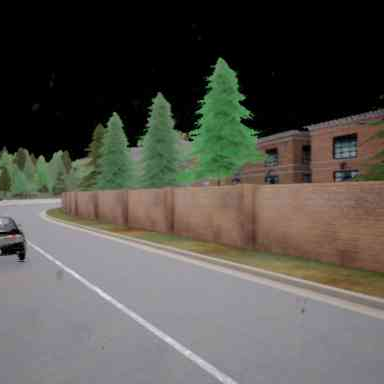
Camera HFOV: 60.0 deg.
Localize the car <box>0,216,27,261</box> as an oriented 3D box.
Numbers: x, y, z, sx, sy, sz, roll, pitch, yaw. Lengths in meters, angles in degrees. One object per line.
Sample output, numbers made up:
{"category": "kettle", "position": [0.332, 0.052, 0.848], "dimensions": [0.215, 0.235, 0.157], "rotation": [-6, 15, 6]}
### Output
{"category": "car", "position": [-7.268, 1.623, 12.042], "dimensions": [2.128, 1.511, 4.902], "rotation": [0, 0, -34]}
